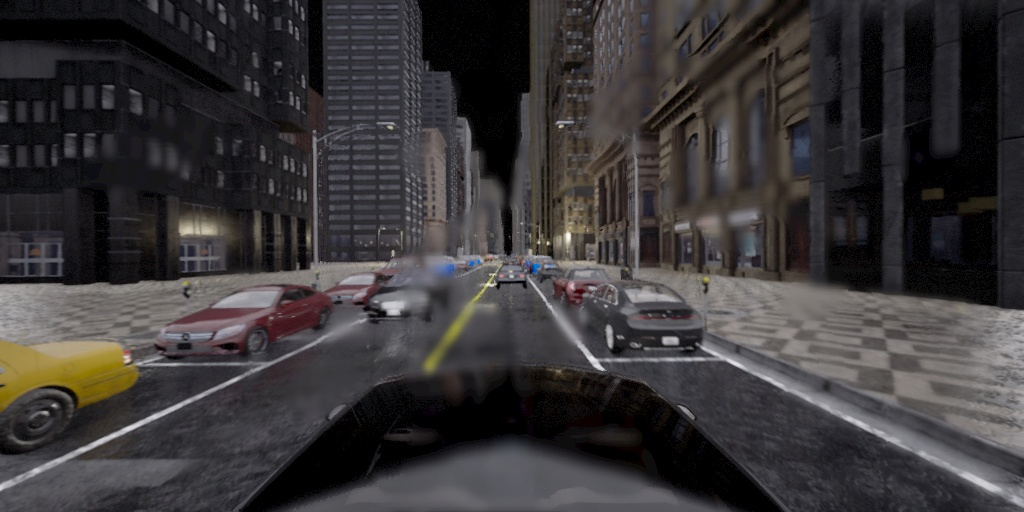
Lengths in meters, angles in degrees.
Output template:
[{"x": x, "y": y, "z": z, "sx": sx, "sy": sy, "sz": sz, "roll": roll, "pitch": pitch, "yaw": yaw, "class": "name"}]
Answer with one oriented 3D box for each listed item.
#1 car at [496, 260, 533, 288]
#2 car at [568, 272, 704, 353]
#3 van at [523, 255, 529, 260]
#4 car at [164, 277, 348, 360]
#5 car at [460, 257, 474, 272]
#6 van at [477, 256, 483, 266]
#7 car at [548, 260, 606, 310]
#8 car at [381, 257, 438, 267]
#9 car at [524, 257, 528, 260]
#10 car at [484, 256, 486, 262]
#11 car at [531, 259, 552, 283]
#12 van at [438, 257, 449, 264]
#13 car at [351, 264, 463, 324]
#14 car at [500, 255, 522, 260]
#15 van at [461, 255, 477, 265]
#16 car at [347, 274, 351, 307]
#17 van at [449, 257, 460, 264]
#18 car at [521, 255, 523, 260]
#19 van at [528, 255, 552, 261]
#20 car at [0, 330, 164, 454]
[{"x": -0.017, "y": 1.170, "z": 22.586, "sx": 2.033, "sy": 1.411, "sz": 5.357, "roll": 0, "pitch": 0, "yaw": 0, "class": "car"}, {"x": 2.765, "y": 1.237, "z": 8.462, "sx": 2.007, "sy": 1.370, "sz": 4.403, "roll": 0, "pitch": 0, "yaw": 0, "class": "car"}, {"x": 2.540, "y": 0.825, "z": 42.527, "sx": 1.690, "sy": 1.789, "sz": 3.998, "roll": 0, "pitch": 0, "yaw": 0, "class": "van"}, {"x": -5.759, "y": 1.338, "z": 8.398, "sx": 1.802, "sy": 1.307, "sz": 4.207, "roll": 0, "pitch": 0, "yaw": 0, "class": "car"}, {"x": -5.984, "y": 1.135, "z": 42.461, "sx": 1.802, "sy": 1.307, "sz": 4.207, "roll": 0, "pitch": 0, "yaw": 0, "class": "car"}, {"x": -6.097, "y": 0.798, "z": 59.493, "sx": 1.690, "sy": 1.789, "sz": 3.998, "roll": 0, "pitch": 0, "yaw": 0, "class": "van"}, {"x": 2.728, "y": 1.092, "z": 14.139, "sx": 1.967, "sy": 1.591, "sz": 4.097, "roll": 0, "pitch": 0, "yaw": 0, "class": "car"}, {"x": -5.834, "y": 1.002, "z": 19.752, "sx": 2.192, "sy": 1.841, "sz": 5.009, "roll": 0, "pitch": 0, "yaw": 0, "class": "car"}, {"x": 2.578, "y": 1.062, "z": 36.850, "sx": 1.888, "sy": 1.381, "sz": 4.507, "roll": 0, "pitch": 0, "yaw": 0, "class": "car"}, {"x": -6.133, "y": 0.950, "z": 65.000, "sx": 1.751, "sy": 1.417, "sz": 4.829, "roll": 0, "pitch": 0, "yaw": 0, "class": "car"}, {"x": 2.653, "y": 1.134, "z": 25.495, "sx": 2.007, "sy": 1.370, "sz": 4.403, "roll": 0, "pitch": 0, "yaw": 0, "class": "car"}, {"x": -5.872, "y": 0.994, "z": 25.430, "sx": 1.690, "sy": 1.789, "sz": 3.998, "roll": 0, "pitch": 0, "yaw": 0, "class": "van"}, {"x": -3.122, "y": 1.204, "z": 11.890, "sx": 2.128, "sy": 1.511, "sz": 4.902, "roll": 0, "pitch": 0, "yaw": 0, "class": "car"}, {"x": -0.152, "y": 0.987, "z": 44.262, "sx": 2.128, "sy": 1.511, "sz": 4.902, "roll": 0, "pitch": 0, "yaw": 0, "class": "car"}, {"x": -6.022, "y": 0.862, "z": 48.139, "sx": 1.690, "sy": 1.789, "sz": 3.998, "roll": 0, "pitch": 0, "yaw": 0, "class": "van"}, {"x": -5.797, "y": 1.303, "z": 14.075, "sx": 1.802, "sy": 1.307, "sz": 4.207, "roll": 0, "pitch": 0, "yaw": 0, "class": "car"}, {"x": -5.909, "y": 0.960, "z": 31.107, "sx": 1.690, "sy": 1.789, "sz": 3.998, "roll": 0, "pitch": 0, "yaw": 0, "class": "van"}, {"x": 2.465, "y": 0.859, "z": 53.881, "sx": 1.967, "sy": 1.591, "sz": 4.097, "roll": 0, "pitch": 0, "yaw": 0, "class": "car"}, {"x": 2.615, "y": 0.891, "z": 31.172, "sx": 1.690, "sy": 1.789, "sz": 3.998, "roll": 0, "pitch": 0, "yaw": 0, "class": "van"}, {"x": -5.721, "y": 1.316, "z": 2.551, "sx": 1.751, "sy": 1.417, "sz": 4.829, "roll": 0, "pitch": 0, "yaw": 0, "class": "car"}]
